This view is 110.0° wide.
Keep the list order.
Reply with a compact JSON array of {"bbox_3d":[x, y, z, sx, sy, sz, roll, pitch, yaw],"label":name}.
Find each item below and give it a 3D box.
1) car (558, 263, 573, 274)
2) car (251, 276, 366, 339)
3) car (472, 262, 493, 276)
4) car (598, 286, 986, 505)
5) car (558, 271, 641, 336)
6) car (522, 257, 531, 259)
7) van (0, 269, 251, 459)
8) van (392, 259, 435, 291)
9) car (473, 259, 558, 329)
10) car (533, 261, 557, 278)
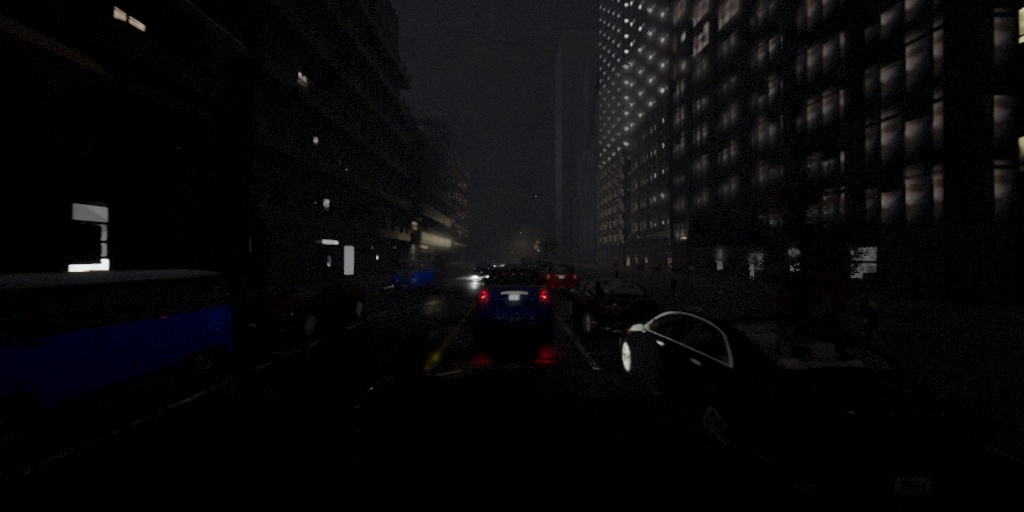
[{"bbox_3d":[2.682,1.181,21.158,1.967,1.591,4.097,0,0,0],"label":"car"},{"bbox_3d":[-5.694,1.290,10.110,1.888,1.381,4.507,0,0,0],"label":"car"},{"bbox_3d":[-3.117,1.343,38.621,1.895,1.301,4.718,0,0,0],"label":"car"},{"bbox_3d":[2.690,1.299,4.591,2.007,1.370,4.403,0,0,0],"label":"car"},{"bbox_3d":[2.687,1.296,10.115,2.007,1.370,4.403,0,0,0],"label":"car"},{"bbox_3d":[2.661,1.304,59.818,2.007,1.370,4.403,0,0,0],"label":"car"},{"bbox_3d":[-5.691,1.089,4.587,1.690,1.789,3.998,0,0,0],"label":"van"},{"bbox_3d":[-5.700,1.082,21.155,1.690,1.789,3.998,0,0,0],"label":"van"},{"bbox_3d":[0.072,1.096,11.440,2.097,1.767,4.553,0,0,0],"label":"car"},{"bbox_3d":[3.129,1.246,34.897,1.837,1.490,4.892,0,0,0],"label":"car"}]
